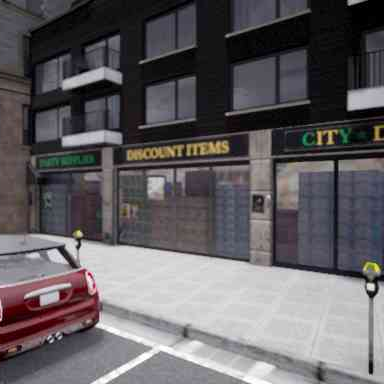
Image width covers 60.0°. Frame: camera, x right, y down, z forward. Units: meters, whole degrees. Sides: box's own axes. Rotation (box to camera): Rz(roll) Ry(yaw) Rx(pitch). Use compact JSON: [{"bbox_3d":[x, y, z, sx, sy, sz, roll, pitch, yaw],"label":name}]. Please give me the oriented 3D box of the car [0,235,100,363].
[{"bbox_3d":[-3.470,1.438,5.554,4.097,1.590,1.967,0,0,36],"label":"car"}]
